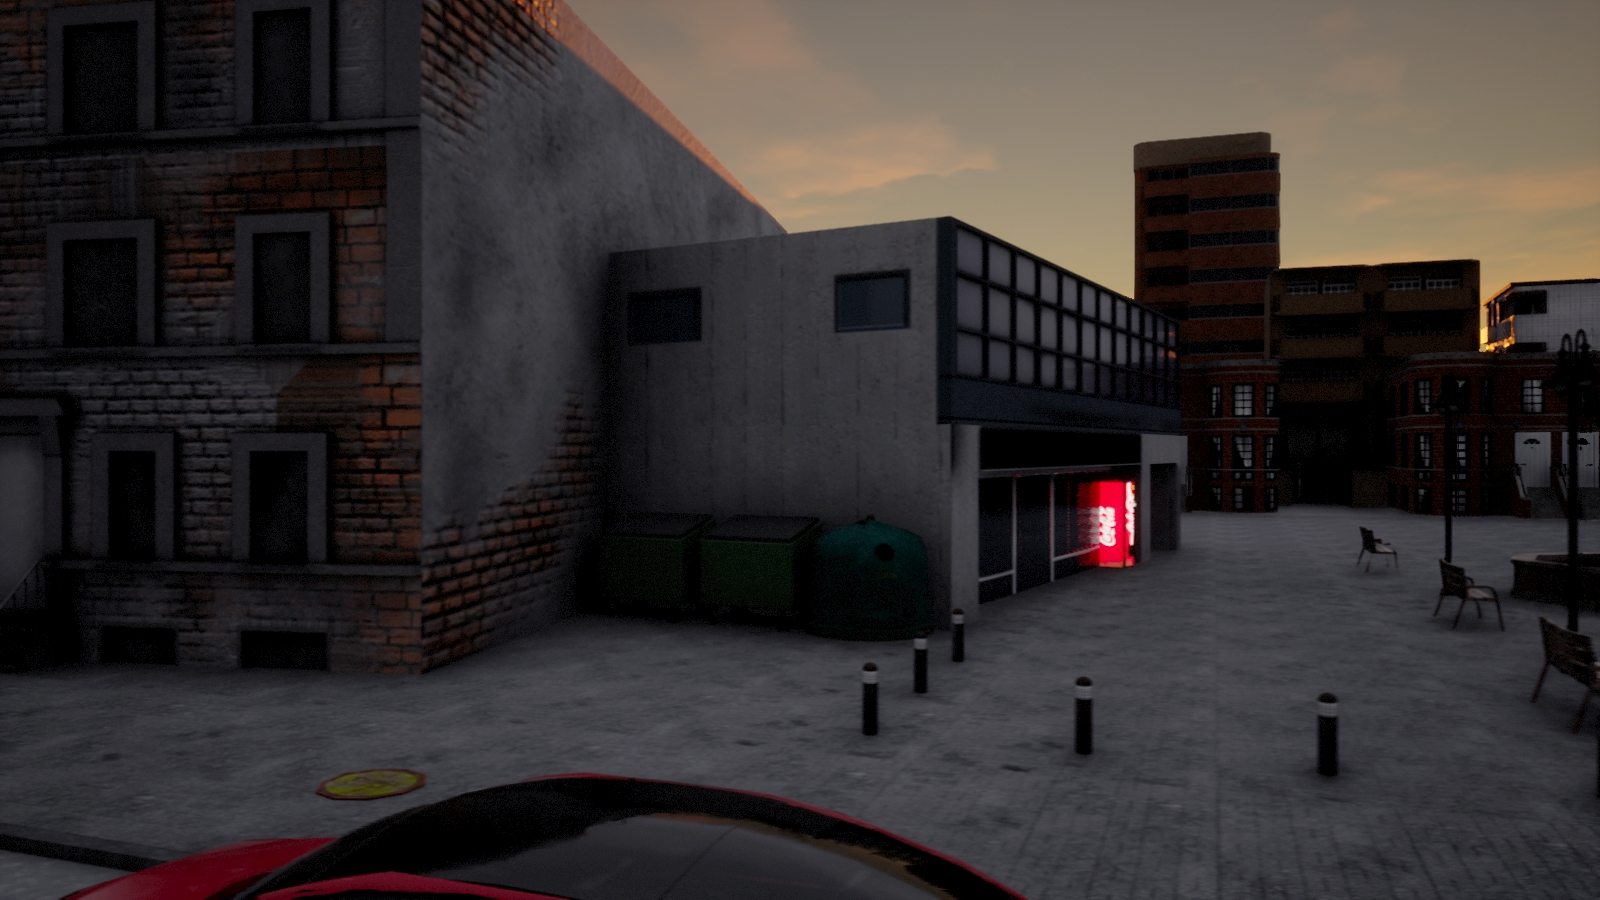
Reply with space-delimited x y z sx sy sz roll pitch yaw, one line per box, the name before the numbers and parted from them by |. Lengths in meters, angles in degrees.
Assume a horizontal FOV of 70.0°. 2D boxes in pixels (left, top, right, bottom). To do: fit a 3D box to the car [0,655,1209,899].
car | -1.089 1.841 4.228 4.892 1.480 2.231 0 0 20
